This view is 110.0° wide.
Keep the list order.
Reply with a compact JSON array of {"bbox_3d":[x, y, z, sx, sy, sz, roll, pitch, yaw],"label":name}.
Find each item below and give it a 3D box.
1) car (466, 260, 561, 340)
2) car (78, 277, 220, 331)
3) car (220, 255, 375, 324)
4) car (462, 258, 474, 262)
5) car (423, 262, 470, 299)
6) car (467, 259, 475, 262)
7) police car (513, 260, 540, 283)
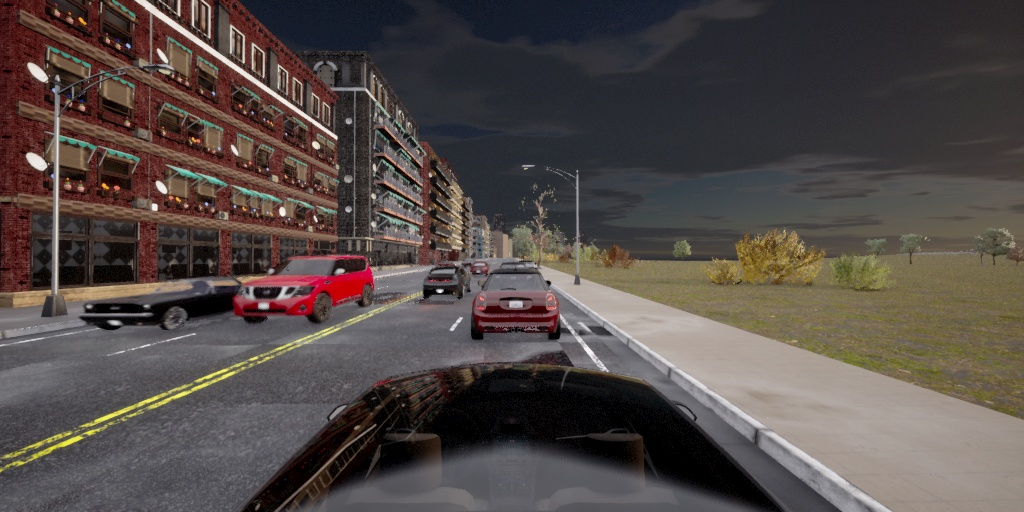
[{"bbox_3d":[0.080,1.103,10.151,2.097,1.767,4.553,0,0,0],"label":"car"},{"bbox_3d":[-9.864,1.352,11.113,1.895,1.301,4.718,0,0,0],"label":"car"},{"bbox_3d":[-6.617,0.973,12.318,2.150,2.045,5.566,0,0,0],"label":"car"},{"bbox_3d":[-6.665,1.104,55.723,2.097,1.767,4.553,0,0,0],"label":"car"},{"bbox_3d":[-3.174,1.259,18.189,1.837,1.490,4.892,0,0,0],"label":"car"},{"bbox_3d":[-3.198,1.279,36.497,1.812,1.442,4.674,0,0,0],"label":"car"},{"bbox_3d":[1.098,1.179,29.419,1.930,1.638,5.238,0,0,0],"label":"police car"}]
